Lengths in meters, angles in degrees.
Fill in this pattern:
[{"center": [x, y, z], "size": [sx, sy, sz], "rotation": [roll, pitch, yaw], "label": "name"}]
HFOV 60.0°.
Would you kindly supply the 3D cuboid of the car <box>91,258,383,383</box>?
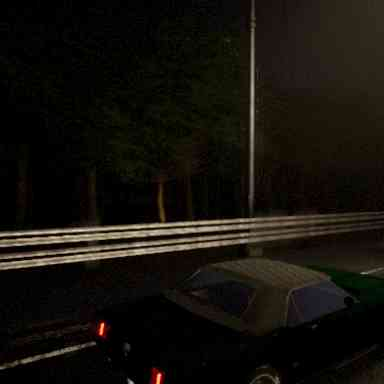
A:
[{"center": [1.216, 1.634, 4.619], "size": [4.718, 1.301, 1.895], "rotation": [1, 0, -36], "label": "car"}]
